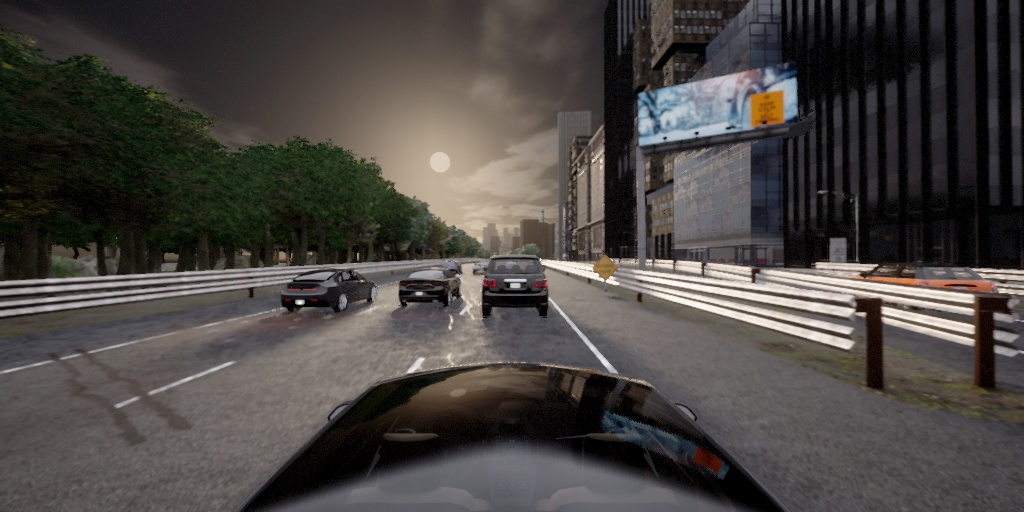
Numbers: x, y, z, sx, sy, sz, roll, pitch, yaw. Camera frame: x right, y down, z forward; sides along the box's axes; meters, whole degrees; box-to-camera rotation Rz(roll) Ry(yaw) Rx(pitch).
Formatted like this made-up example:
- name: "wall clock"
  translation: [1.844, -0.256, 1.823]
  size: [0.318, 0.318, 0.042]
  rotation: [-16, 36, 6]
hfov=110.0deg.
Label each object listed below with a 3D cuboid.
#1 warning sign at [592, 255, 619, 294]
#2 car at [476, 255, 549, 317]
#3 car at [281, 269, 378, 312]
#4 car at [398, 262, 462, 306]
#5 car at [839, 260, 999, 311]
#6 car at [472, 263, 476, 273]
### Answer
- name: "warning sign"
  translation: [4.551, 0.860, 17.470]
  size: [1.300, 1.860, 1.060]
  rotation: [0, 0, 0]
- name: "car"
  translation: [0.100, 0.969, 13.325]
  size: [2.150, 2.045, 5.566]
  rotation: [0, 0, 0]
- name: "car"
  translation: [-6.898, 1.252, 14.085]
  size: [1.837, 1.490, 4.892]
  rotation: [0, 0, 0]
- name: "car"
  translation: [-3.401, 1.223, 15.620]
  size: [1.882, 1.535, 5.008]
  rotation: [0, 0, 0]
- name: "car"
  translation: [13.903, 1.004, 12.655]
  size: [2.097, 1.767, 4.553]
  rotation: [0, 0, 17]
- name: "car"
  translation: [-3.488, 1.323, 42.018]
  size: [1.895, 1.301, 4.718]
  rotation: [0, 0, 0]
